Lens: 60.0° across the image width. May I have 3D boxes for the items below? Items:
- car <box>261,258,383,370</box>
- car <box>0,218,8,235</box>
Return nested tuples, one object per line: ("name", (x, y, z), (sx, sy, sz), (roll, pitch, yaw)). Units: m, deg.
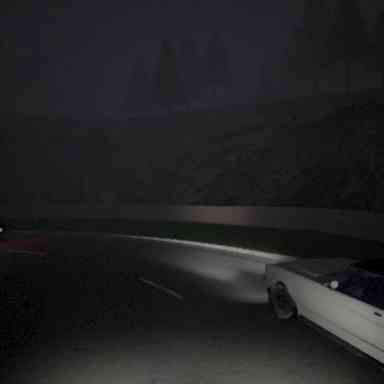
("car", (2.816, 1.547, 4.524), (1.895, 1.301, 4.718), (-1, 0, -17))
("car", (-11.073, 1.596, 15.630), (4.674, 1.442, 1.812), (-1, 0, 9))
